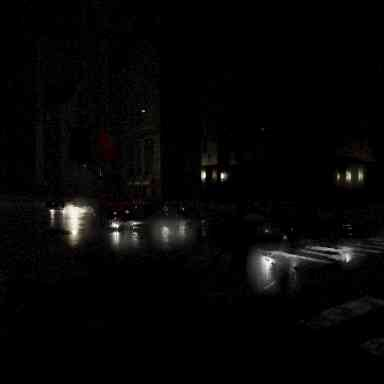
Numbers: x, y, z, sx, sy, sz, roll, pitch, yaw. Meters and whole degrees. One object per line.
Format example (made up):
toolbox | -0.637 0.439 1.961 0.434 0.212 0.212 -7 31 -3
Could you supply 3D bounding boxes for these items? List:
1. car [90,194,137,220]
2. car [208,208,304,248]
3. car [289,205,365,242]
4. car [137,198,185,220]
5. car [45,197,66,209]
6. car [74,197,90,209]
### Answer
car | -6.622 1.210 28.472 2.150 2.045 5.566 0 0 -34
car | 2.503 1.524 15.161 1.812 1.442 4.674 0 0 -31
car | 5.970 1.470 16.783 1.882 1.535 5.008 0 0 -40
car | -2.526 1.337 28.301 2.097 1.767 4.553 0 0 -35
car | -18.905 1.502 45.951 1.837 1.490 4.892 0 0 -35
car | -14.815 1.464 45.761 1.882 1.535 5.008 0 0 -35
